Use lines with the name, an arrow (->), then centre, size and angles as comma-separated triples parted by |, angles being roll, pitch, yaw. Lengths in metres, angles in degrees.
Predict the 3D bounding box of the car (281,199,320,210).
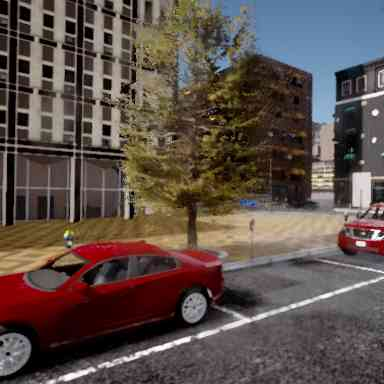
car -> 13.846, 1.510, 41.728 | 1.947, 1.339, 4.313 | 1, -1, -36

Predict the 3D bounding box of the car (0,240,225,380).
car -> -1.490, 1.542, 5.481 | 4.507, 1.381, 1.887 | 0, 1, -36

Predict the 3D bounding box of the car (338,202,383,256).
car -> 7.330, 1.293, 11.864 | 5.009, 1.841, 2.192 | 0, 1, -36

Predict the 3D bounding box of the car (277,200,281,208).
car -> 10.564, 1.511, 46.304 | 1.802, 1.307, 4.206 | 1, -1, -36

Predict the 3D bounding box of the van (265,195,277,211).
van -> 7.041, 1.145, 36.846 | 1.690, 1.788, 3.998 | 1, -1, -36
